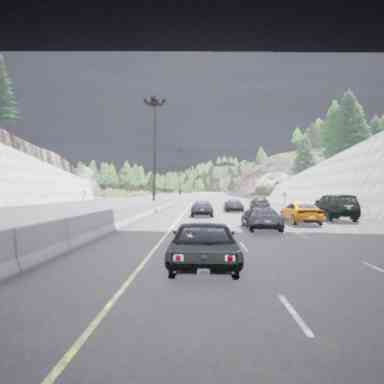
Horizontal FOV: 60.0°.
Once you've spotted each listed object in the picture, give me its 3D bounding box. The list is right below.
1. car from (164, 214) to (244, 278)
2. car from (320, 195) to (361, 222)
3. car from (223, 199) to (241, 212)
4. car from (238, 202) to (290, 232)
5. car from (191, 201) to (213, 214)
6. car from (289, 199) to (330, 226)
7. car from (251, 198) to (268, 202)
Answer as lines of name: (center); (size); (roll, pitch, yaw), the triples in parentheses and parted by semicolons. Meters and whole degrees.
car: (0.344, 1.572, 9.991); (1.895, 1.301, 4.718); (1, 0, 2)
car: (11.313, 1.234, 26.489); (2.150, 2.045, 5.566); (1, 0, 2)
car: (4.611, 1.485, 37.199); (1.994, 1.385, 4.181); (1, 0, 2)
car: (4.122, 1.536, 19.846); (1.994, 1.385, 4.181); (1, 0, 2)
car: (0.915, 1.475, 30.313); (1.994, 1.385, 4.181); (1, 0, 2)
car: (7.733, 1.469, 23.724); (1.882, 1.535, 5.008); (1, 0, 2)
car: (8.209, 1.433, 40.640); (2.128, 1.511, 4.902); (1, 0, 2)
